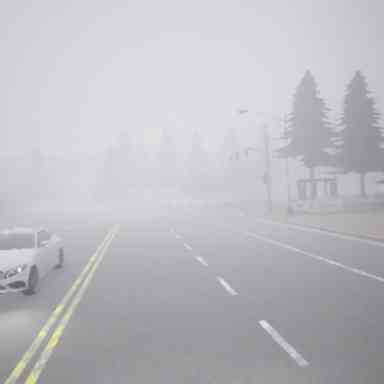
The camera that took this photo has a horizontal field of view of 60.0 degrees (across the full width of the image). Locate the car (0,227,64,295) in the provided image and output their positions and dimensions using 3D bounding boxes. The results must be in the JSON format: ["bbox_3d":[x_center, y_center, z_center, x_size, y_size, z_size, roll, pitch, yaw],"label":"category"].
[{"bbox_3d":[-4.871,1.762,9.274,1.812,1.442,4.674,-3,0,-9],"label":"car"}]
